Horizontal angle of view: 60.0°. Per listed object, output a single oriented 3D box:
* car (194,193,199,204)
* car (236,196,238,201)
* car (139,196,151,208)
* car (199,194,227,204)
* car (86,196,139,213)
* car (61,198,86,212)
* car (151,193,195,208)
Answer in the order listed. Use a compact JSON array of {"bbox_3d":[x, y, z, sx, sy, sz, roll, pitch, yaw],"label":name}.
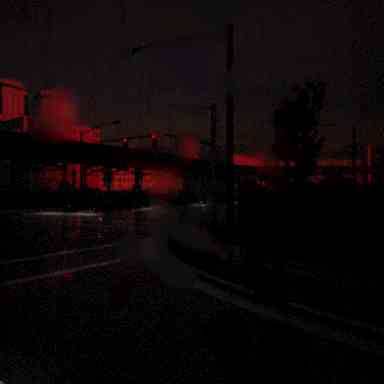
[{"bbox_3d":[-0.733,0.940,50.497,2.097,1.767,4.553,0,1,37],"label":"car"},{"bbox_3d":[9.538,0.899,58.217,2.033,1.411,5.357,0,1,38],"label":"car"},{"bbox_3d":[-6.252,1.220,43.204,2.128,1.511,4.902,0,1,37],"label":"car"},{"bbox_3d":[3.546,1.073,50.354,1.812,1.442,4.674,0,1,37],"label":"car"},{"bbox_3d":[-8.206,1.329,34.815,1.837,1.490,4.892,0,1,37],"label":"car"},{"bbox_3d":[-11.774,1.365,35.902,1.812,1.442,4.674,0,1,37],"label":"car"},{"bbox_3d":[-2.333,1.255,42.586,2.033,1.411,5.357,0,1,37],"label":"car"}]
